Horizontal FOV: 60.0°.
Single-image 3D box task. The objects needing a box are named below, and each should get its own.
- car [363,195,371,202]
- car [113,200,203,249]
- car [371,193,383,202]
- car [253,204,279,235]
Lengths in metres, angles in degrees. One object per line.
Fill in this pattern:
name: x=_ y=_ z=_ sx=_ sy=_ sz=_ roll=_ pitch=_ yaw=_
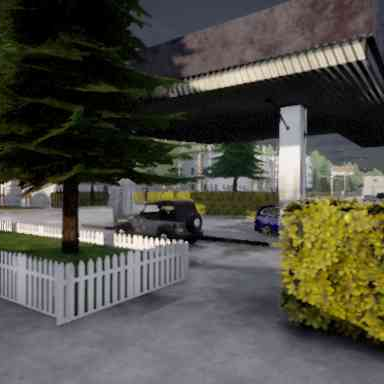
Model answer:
car: x=32.510 y=1.242 z=60.617 sx=2.007 sy=1.523 sz=4.514 roll=0 pitch=0 yaw=35
car: x=-1.411 y=1.254 z=14.121 sx=3.866 sy=1.878 sz=1.905 roll=0 pitch=0 yaw=35
car: x=25.283 y=1.046 z=43.860 sx=1.905 sy=1.878 sz=3.866 roll=0 pitch=0 yaw=35
car: x=5.384 y=1.448 z=16.285 sx=4.611 sy=1.667 sz=2.242 roll=0 pitch=0 yaw=35
